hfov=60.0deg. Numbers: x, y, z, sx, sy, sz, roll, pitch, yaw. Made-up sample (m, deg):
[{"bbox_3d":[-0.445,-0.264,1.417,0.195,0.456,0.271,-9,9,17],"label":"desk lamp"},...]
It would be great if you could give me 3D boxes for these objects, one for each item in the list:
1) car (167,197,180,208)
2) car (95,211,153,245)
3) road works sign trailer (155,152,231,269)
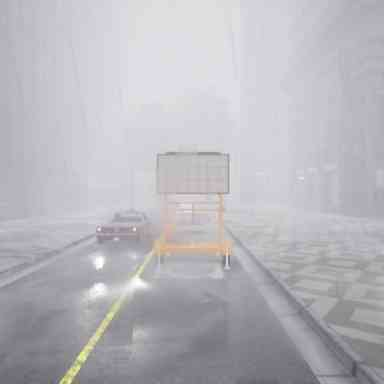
[{"bbox_3d":[-2.853,1.544,48.844,1.837,1.490,4.892,0,0,0],"label":"car"},{"bbox_3d":[-3.054,1.606,15.701,1.895,1.301,4.718,0,0,0],"label":"car"},{"bbox_3d":[0.035,0.466,11.139,2.380,3.560,2.880,0,0,0],"label":"road works sign trailer"}]
